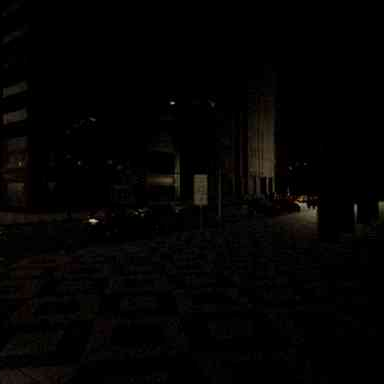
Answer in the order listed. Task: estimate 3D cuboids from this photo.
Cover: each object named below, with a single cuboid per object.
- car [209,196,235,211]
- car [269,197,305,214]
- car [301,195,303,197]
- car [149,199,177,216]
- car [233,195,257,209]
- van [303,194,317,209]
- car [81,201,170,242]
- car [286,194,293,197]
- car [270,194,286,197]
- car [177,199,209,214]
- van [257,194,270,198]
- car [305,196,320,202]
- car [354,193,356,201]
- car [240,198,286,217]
[{"bbox_3d":[2.912,1.546,39.703,2.008,1.369,4.403,0,0,36],"label":"car"},{"bbox_3d":[9.832,1.503,34.725,1.947,1.339,4.313,0,0,36],"label":"car"},{"bbox_3d":[22.620,1.369,66.985,1.967,1.590,4.097,0,0,36],"label":"car"},{"bbox_3d":[-3.659,1.462,30.609,1.967,1.590,4.097,0,0,36],"label":"car"},{"bbox_3d":[6.195,1.298,44.250,2.192,1.841,5.009,0,0,36],"label":"car"},{"bbox_3d":[16.400,1.254,43.818,1.690,1.788,3.998,0,0,36],"label":"van"},{"bbox_3d":[-3.306,1.432,16.538,1.967,1.590,4.097,0,0,36],"label":"car"},{"bbox_3d":[16.049,1.264,57.891,2.192,1.841,5.009,0,0,36],"label":"car"},{"bbox_3d":[12.765,1.274,53.344,2.192,1.841,5.009,0,0,36],"label":"car"},{"bbox_3d":[-0.374,1.448,35.156,1.967,1.590,4.097,0,0,36],"label":"car"},{"bbox_3d":[9.479,1.312,48.796,1.690,1.788,3.998,0,0,36],"label":"van"},{"bbox_3d":[25.905,1.470,71.532,2.008,1.369,4.403,0,0,36],"label":"car"},{"bbox_3d":[32.824,1.406,66.552,1.887,1.381,4.507,0,0,36],"label":"car"},{"bbox_3d":[6.548,1.501,30.178,2.008,1.369,4.403,0,0,36],"label":"car"}]
